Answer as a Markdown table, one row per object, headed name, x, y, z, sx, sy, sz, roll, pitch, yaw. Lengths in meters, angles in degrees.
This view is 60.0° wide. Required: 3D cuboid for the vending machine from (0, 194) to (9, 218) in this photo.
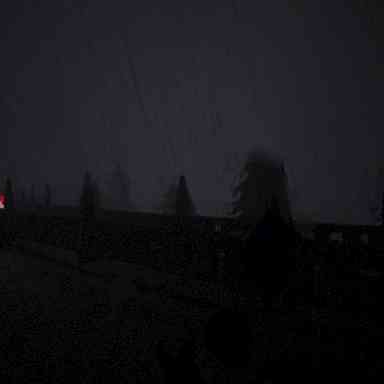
| name | x | y | z | sx | sy | sz | roll | pitch | yaw |
| --- | --- | --- | --- | --- | --- | --- | --- | --- | --- |
| vending machine | -16.664 | 1.218 | 29.140 | 1.100 | 2.100 | 0.880 | 0 | 0 | -31 |
